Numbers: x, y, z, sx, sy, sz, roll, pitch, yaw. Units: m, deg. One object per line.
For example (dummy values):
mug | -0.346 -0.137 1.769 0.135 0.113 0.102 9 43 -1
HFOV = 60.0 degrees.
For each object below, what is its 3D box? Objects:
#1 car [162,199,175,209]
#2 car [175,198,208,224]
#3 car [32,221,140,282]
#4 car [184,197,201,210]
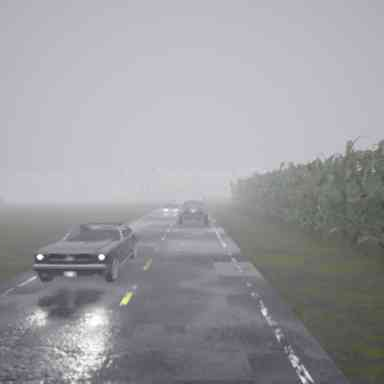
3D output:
car | -2.840 1.577 44.480 1.994 1.385 4.181 0 0 0
car | 0.092 1.357 24.869 2.097 1.767 4.553 0 0 0
car | -2.827 1.602 9.929 1.895 1.301 4.718 0 0 0
car | 0.090 1.504 43.654 2.128 1.511 4.902 0 0 0
